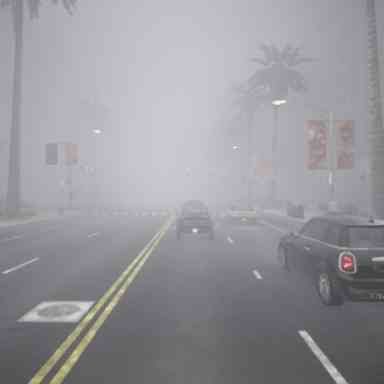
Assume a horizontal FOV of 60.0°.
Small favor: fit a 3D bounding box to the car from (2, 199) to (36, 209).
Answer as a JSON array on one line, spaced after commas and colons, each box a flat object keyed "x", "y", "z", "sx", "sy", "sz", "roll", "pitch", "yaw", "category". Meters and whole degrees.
[{"x": -24.052, "y": 1.560, "z": 44.737, "sx": 5.357, "sy": 1.411, "sz": 2.033, "roll": 0, "pitch": 0, "yaw": 0, "category": "car"}]

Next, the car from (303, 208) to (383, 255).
[{"x": 6.727, "y": 1.527, "z": 14.455, "sx": 2.161, "sy": 1.482, "sz": 4.786, "roll": 0, "pitch": 0, "yaw": -1, "category": "car"}]

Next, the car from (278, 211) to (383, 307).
[{"x": 3.632, "y": 1.361, "z": 8.154, "sx": 2.097, "sy": 1.767, "sz": 4.553, "roll": 0, "pitch": 0, "yaw": 0, "category": "car"}]

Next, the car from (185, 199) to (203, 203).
[{"x": 0.143, "y": 1.369, "z": 26.935, "sx": 2.097, "sy": 1.767, "sz": 4.553, "roll": 0, "pitch": 0, "yaw": 0, "category": "car"}]

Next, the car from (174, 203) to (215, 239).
[{"x": 0.138, "y": 1.515, "z": 17.504, "sx": 1.837, "sy": 1.490, "sz": 4.892, "roll": 0, "pitch": 0, "yaw": 0, "category": "car"}]

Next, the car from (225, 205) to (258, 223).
[{"x": 3.643, "y": 1.620, "z": 25.350, "sx": 1.895, "sy": 1.301, "sz": 4.718, "roll": 0, "pitch": 0, "yaw": 0, "category": "car"}]
